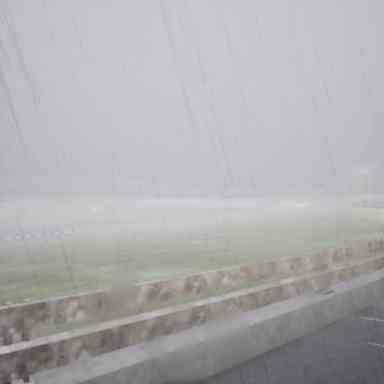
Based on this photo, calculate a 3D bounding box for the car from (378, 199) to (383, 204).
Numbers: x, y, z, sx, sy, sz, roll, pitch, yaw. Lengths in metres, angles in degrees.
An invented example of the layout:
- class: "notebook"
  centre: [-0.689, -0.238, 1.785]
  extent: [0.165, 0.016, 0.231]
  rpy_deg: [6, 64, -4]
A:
- class: "car"
  centre: [46.503, 2.487, 82.206]
  extent: [2.128, 1.511, 4.902]
  rpy_deg: [0, -1, -2]

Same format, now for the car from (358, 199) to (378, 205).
- class: "car"
  centre: [43.003, 2.485, 82.235]
  extent: [2.128, 1.511, 4.902]
  rpy_deg: [0, -1, -2]
